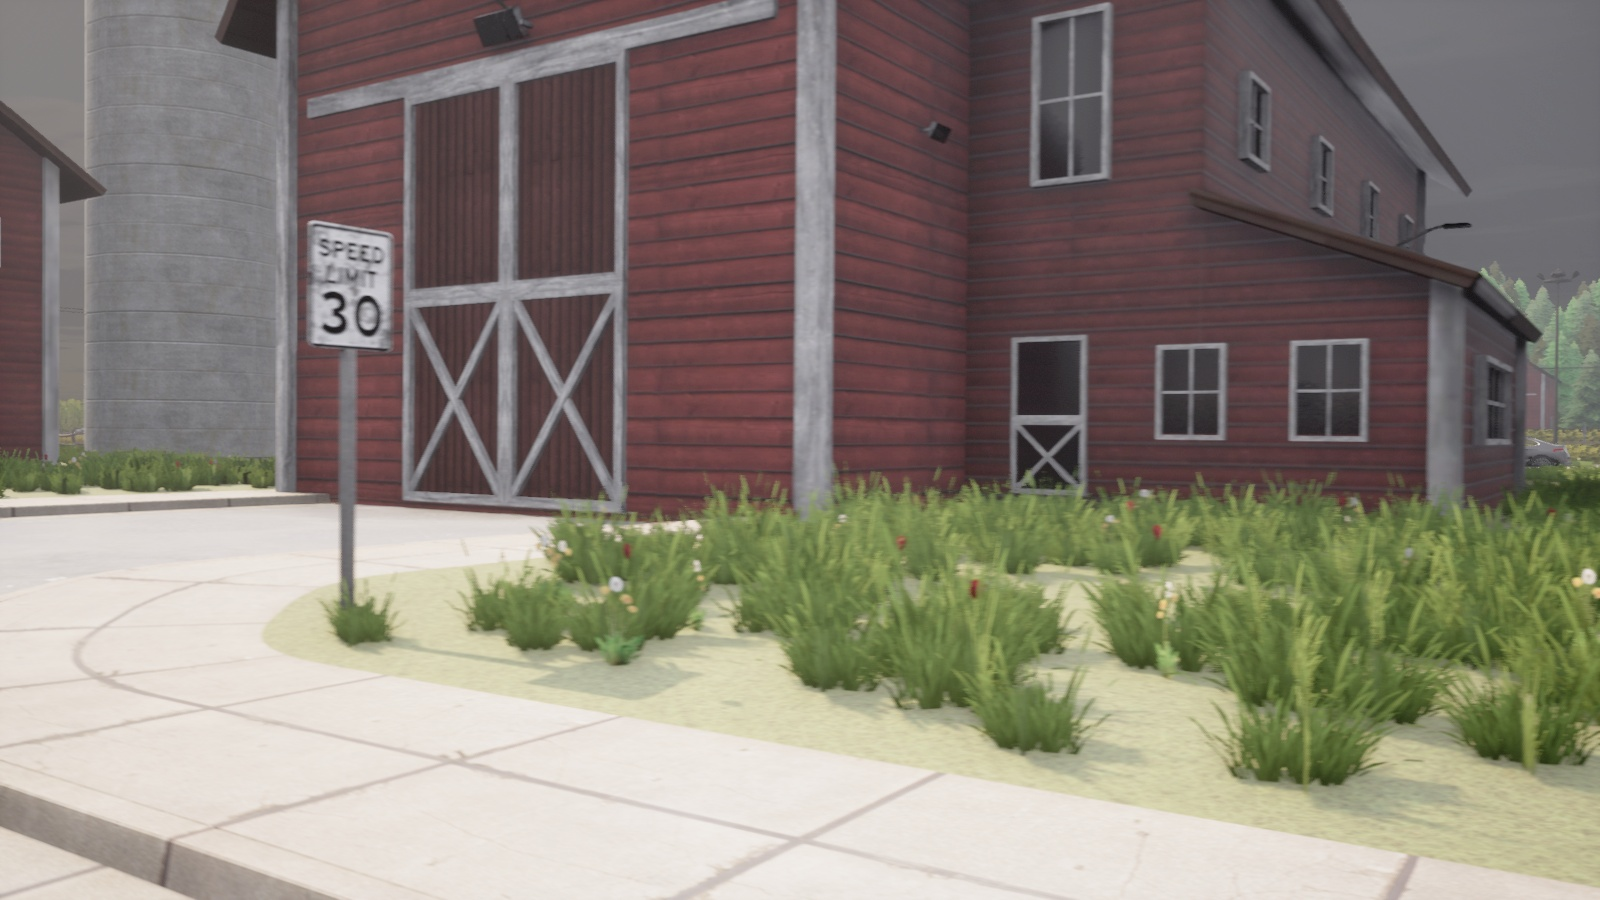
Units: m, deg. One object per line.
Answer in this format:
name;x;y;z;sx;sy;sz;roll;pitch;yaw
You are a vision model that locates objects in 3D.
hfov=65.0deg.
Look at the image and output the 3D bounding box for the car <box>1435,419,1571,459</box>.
car;30.564;-0.486;54.620;5.027;1.651;2.152;0;1;34
